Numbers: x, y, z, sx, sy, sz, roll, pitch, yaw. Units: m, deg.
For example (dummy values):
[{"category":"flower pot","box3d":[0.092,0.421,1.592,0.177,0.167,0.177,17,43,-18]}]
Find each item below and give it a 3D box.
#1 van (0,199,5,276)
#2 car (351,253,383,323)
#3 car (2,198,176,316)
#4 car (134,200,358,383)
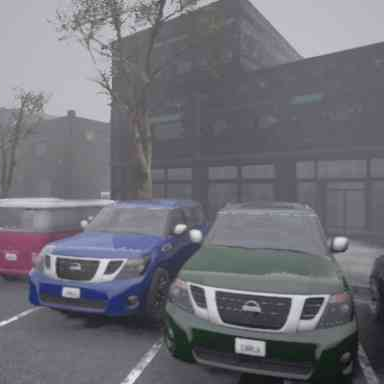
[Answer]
[{"category":"van","box3d":[-3.457,1.214,9.557,1.878,1.987,4.442,0,-1,16]},{"category":"car","box3d":[3.740,1.521,4.248,2.163,1.488,4.792,1,0,15]},{"category":"car","box3d":[-1.079,1.205,7.694,2.435,2.045,5.566,1,0,16]},{"category":"car","box3d":[1.326,1.223,5.971,2.435,2.045,5.566,1,0,16]}]
